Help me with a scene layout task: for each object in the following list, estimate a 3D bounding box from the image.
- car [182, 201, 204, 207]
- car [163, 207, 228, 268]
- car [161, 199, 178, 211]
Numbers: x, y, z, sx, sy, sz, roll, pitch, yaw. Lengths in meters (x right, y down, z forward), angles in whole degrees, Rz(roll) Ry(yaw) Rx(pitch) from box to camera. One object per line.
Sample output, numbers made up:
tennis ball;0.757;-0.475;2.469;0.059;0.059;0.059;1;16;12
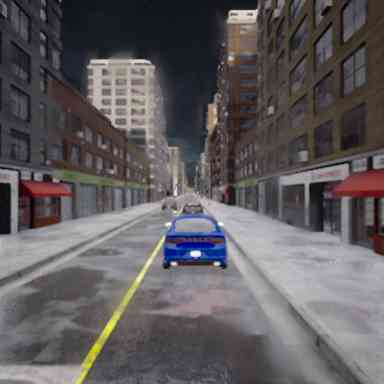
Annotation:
car;0.081;1.581;31.135;2.128;1.511;4.902;0;0;0
car;0.097;1.508;11.429;1.882;1.535;5.008;0;0;0
car;-2.840;1.633;42.756;1.837;1.490;4.892;0;-1;0
